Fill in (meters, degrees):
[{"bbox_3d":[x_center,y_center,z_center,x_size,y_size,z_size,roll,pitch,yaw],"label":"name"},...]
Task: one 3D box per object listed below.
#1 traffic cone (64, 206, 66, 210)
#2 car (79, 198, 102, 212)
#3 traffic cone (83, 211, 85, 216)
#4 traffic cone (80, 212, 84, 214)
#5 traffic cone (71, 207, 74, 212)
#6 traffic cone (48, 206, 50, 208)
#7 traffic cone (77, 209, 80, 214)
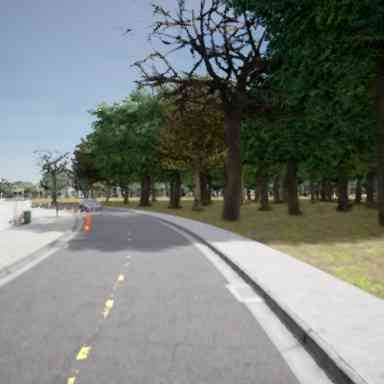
[{"bbox_3d":[-17.782,2.257,46.697,0.340,0.580,0.340,0,0,-33],"label":"traffic cone"},{"bbox_3d":[-12.773,1.597,41.822,2.097,1.767,4.553,0,0,-29],"label":"car"},{"bbox_3d":[-9.178,2.115,29.289,0.340,0.580,0.340,0,0,-20],"label":"traffic cone"},{"bbox_3d":[-10.968,2.149,33.812,0.340,0.580,0.340,0,0,-23],"label":"traffic cone"},{"bbox_3d":[-15.276,2.219,42.529,0.340,0.580,0.340,0,0,-29],"label":"traffic cone"},{"bbox_3d":[-23.459,2.338,54.592,0.340,0.580,0.340,0,0,-39],"label":"traffic cone"},{"bbox_3d":[-13.002,2.184,38.229,0.340,0.580,0.340,0,0,-26],"label":"traffic cone"}]
